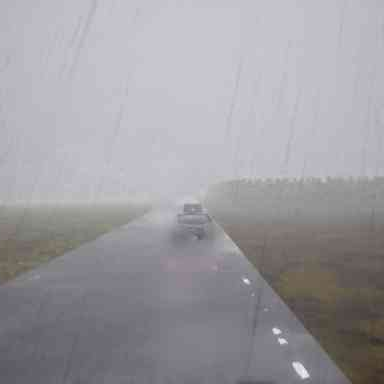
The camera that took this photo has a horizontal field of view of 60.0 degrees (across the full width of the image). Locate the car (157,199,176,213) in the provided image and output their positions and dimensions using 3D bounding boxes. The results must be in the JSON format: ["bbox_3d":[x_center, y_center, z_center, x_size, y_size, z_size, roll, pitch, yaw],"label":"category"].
[{"bbox_3d":[-2.862,1.549,37.912,1.837,1.490,4.892,0,0,0],"label":"car"}]

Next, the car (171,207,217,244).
[{"bbox_3d":[0.081,1.615,15.776,1.895,1.301,4.718,0,0,0],"label":"car"}]

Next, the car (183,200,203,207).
[{"bbox_3d":[0.084,1.516,34.036,1.882,1.535,5.008,0,0,0],"label":"car"}]
